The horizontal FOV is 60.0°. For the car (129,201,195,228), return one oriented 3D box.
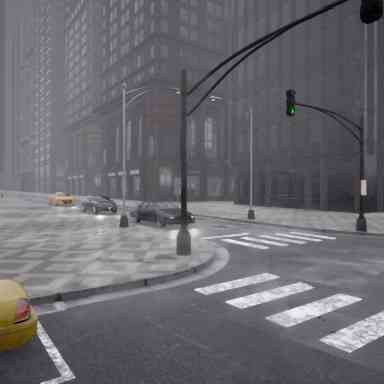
[{"bbox_3d":[-2.001,1.237,20.207,2.033,1.411,5.357,0,1,-36],"label":"car"}]

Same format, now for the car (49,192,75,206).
[{"bbox_3d":[-14.883,0.768,38.034,1.882,1.535,5.008,0,1,-36],"label":"car"}]

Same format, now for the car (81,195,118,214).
[{"bbox_3d":[-7.984,1.005,28.479,1.837,1.490,4.892,0,1,-36],"label":"car"}]

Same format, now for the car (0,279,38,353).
[{"bbox_3d":[-4.347,1.525,3.543,4.829,1.417,1.752,0,0,-36],"label":"car"}]
